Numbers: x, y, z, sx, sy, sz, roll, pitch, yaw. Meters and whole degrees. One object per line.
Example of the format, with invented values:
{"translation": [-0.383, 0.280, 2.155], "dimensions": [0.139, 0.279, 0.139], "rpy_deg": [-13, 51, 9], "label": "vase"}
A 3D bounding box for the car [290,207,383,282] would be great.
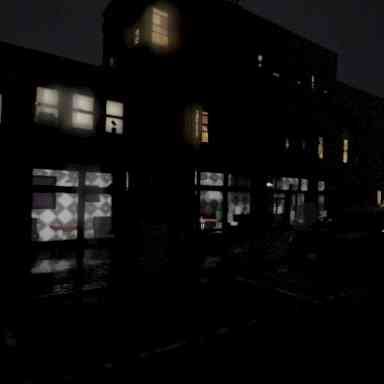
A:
{"translation": [5.224, 1.410, 10.257], "dimensions": [5.009, 1.841, 2.192], "rpy_deg": [1, 1, -35], "label": "car"}
